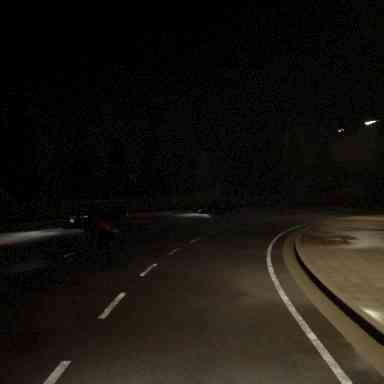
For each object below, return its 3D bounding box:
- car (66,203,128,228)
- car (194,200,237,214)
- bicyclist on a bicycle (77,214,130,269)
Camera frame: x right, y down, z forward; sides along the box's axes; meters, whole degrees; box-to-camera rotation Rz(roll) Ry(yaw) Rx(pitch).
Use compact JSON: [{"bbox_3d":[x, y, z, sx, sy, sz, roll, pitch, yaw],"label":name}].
[{"bbox_3d":[-6.273,1.492,22.451,2.128,1.511,4.902,0,0,25],"label":"car"},{"bbox_3d":[2.651,1.547,35.521,2.033,1.411,5.357,0,0,45],"label":"car"},{"bbox_3d":[-2.618,1.455,9.710,1.656,1.620,0.582,-2,0,8],"label":"bicyclist on a bicycle"}]
